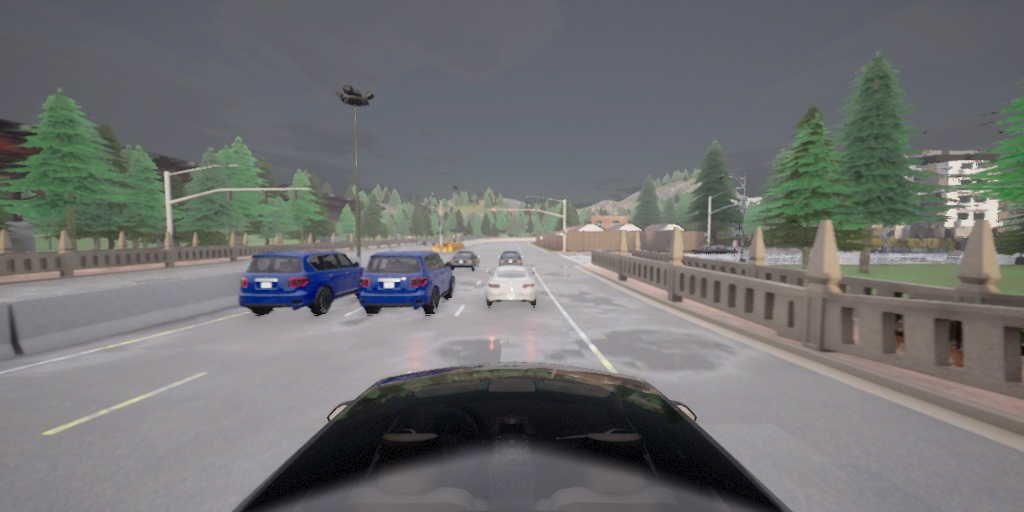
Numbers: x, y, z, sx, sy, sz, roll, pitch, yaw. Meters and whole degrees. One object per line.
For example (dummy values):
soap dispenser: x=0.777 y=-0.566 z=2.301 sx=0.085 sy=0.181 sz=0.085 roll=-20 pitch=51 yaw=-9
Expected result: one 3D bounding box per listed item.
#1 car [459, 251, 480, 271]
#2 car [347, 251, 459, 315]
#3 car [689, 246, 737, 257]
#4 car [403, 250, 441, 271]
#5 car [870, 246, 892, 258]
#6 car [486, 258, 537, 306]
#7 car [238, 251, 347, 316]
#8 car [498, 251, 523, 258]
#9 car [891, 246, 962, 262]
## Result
car: x=-3.608 y=0.316 z=27.835 sx=2.033 sy=1.411 sz=5.357 roll=0 pitch=3 yaw=0
car: x=-3.525 y=0.808 z=12.962 sx=2.150 sy=2.045 sz=5.566 roll=0 pitch=3 yaw=0
car: x=23.961 y=-0.513 z=42.862 sx=4.718 sy=1.301 sz=1.895 roll=0 pitch=3 yaw=2
car: x=-7.103 y=0.276 z=28.799 sx=1.994 sy=1.385 sz=4.181 roll=0 pitch=3 yaw=0
car: x=41.590 y=-0.333 z=38.893 sx=5.357 sy=1.411 sz=2.033 roll=0 pitch=3 yaw=2
car: x=-0.021 y=1.056 z=14.331 sx=1.812 sy=1.442 sz=4.674 roll=0 pitch=3 yaw=0
car: x=-7.025 y=0.810 z=12.930 sx=2.150 sy=2.045 sz=5.566 roll=0 pitch=3 yaw=0
car: x=-0.107 y=0.315 z=27.859 sx=2.033 sy=1.411 sz=5.357 roll=0 pitch=3 yaw=0
car: x=41.483 y=-0.127 z=35.401 sx=5.357 sy=1.411 sz=2.033 roll=0 pitch=3 yaw=2
